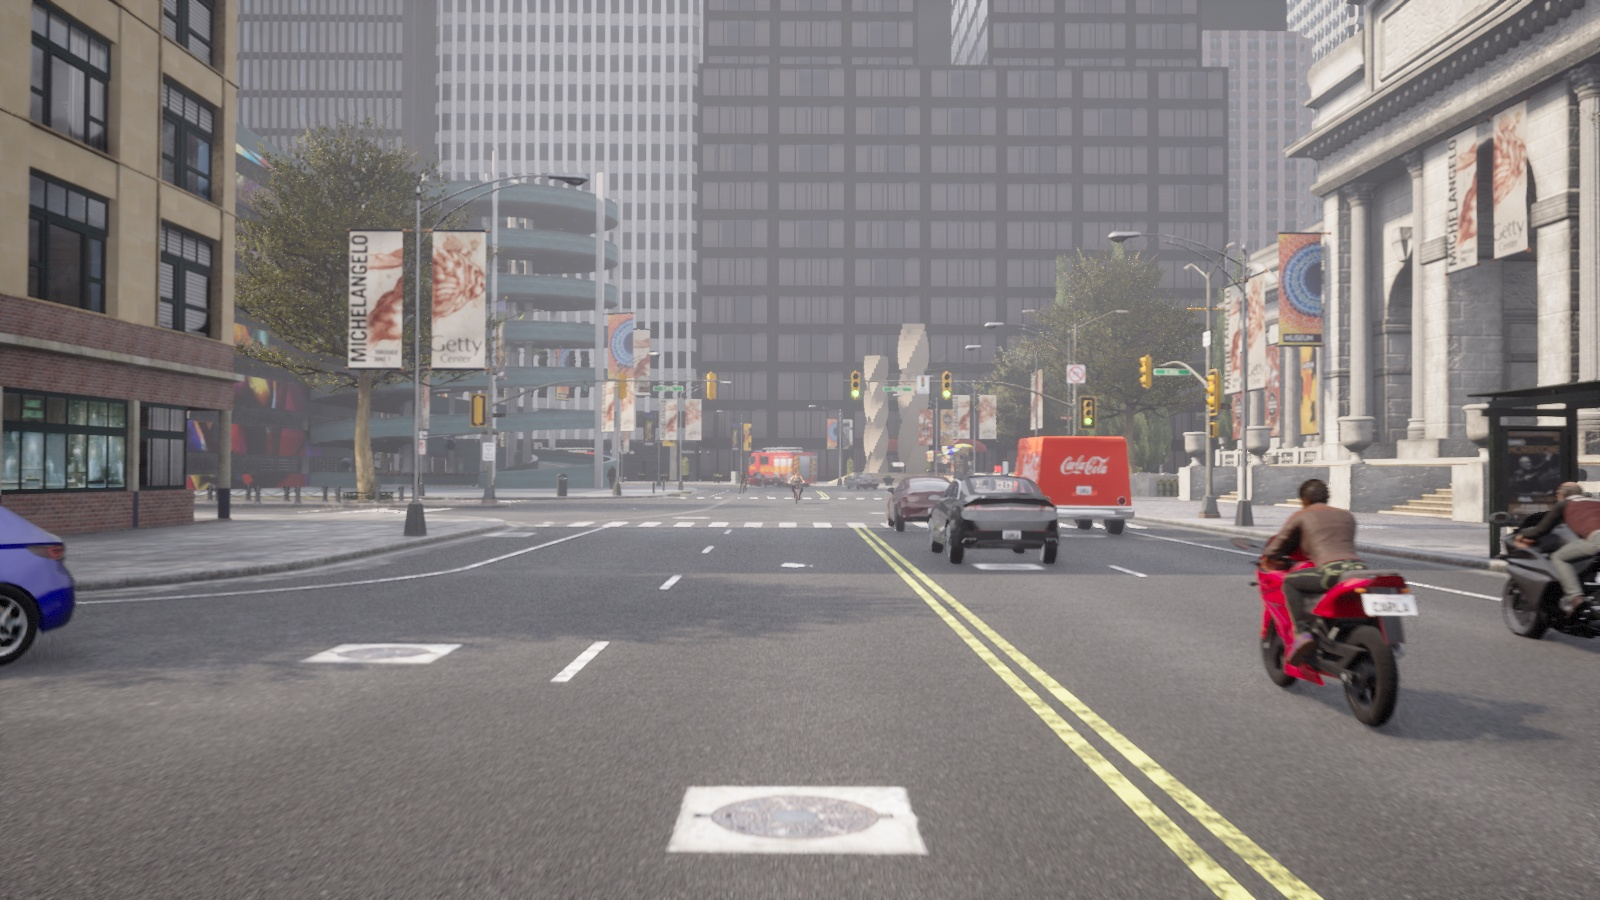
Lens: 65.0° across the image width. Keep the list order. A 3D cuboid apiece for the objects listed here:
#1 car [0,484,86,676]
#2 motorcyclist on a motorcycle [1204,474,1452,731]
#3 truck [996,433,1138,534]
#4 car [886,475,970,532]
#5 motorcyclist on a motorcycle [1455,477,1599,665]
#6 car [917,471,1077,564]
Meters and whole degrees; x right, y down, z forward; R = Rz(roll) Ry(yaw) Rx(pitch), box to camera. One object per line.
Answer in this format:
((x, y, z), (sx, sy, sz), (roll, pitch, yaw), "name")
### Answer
((-7.944, 1.018, 9.423), (4.193, 1.474, 1.816), (1, -1, -42), "car")
((3.479, 0.925, 8.516), (0.797, 1.523, 2.044), (0, -1, 0), "motorcyclist on a motorcycle")
((6.918, 0.857, 33.220), (2.627, 2.467, 5.204), (0, -1, 0), "truck")
((3.418, 1.402, 34.360), (1.812, 1.442, 4.674), (0, -1, 0), "car")
((6.972, 1.013, 11.416), (0.866, 1.530, 2.191), (0, -1, 0), "motorcyclist on a motorcycle")
((3.444, 1.142, 22.969), (2.128, 1.511, 4.902), (0, -1, 0), "car")
